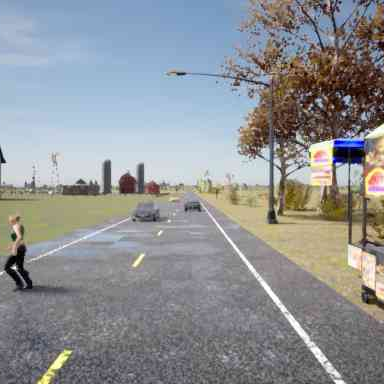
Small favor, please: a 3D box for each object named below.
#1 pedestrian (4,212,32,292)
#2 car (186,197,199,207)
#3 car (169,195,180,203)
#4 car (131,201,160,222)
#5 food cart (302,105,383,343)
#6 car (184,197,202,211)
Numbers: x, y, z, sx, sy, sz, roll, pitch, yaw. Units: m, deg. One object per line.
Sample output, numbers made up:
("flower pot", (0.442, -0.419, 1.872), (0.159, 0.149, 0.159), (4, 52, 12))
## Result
("pedestrian", (-3.957, 1.292, 7.519), (0.375, 1.860, 0.375), (-1, 1, -3))
("car", (0.084, 1.500, 50.291), (1.812, 1.442, 4.674), (0, 0, -1))
("car", (-3.517, 1.435, 67.072), (1.882, 1.535, 5.008), (0, 0, 1))
("car", (-3.598, 1.494, 26.615), (1.837, 1.490, 4.892), (0, 0, 0))
("food cart", (4.019, 0.464, 6.282), (2.280, 3.560, 4.660), (1, 1, 0))
("car", (0.095, 1.474, 39.424), (2.128, 1.511, 4.902), (0, 0, 0))
